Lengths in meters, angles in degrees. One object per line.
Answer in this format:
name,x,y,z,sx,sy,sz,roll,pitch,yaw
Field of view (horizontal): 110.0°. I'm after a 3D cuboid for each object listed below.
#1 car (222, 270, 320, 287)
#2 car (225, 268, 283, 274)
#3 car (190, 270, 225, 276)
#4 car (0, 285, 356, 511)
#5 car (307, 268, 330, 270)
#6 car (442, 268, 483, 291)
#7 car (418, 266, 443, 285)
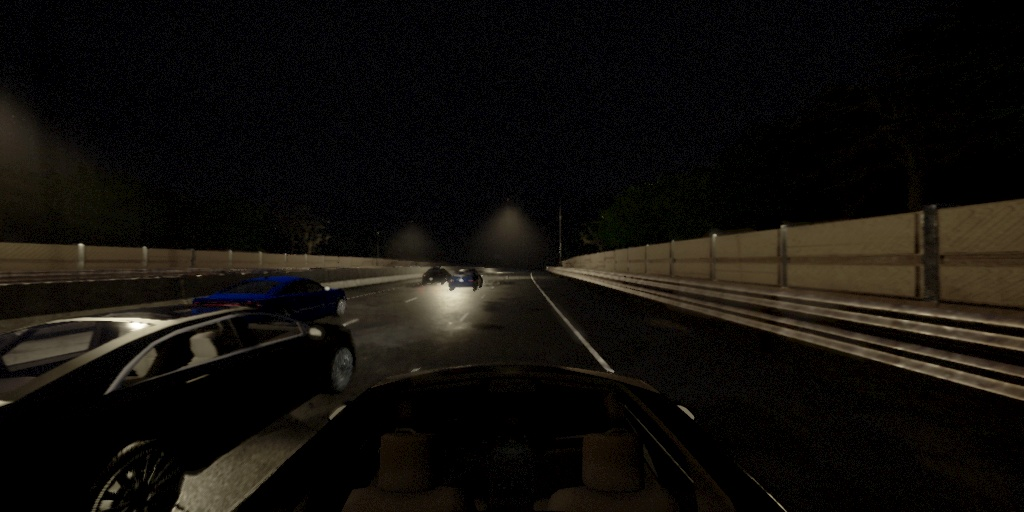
car,-6.862,1.360,10.845,1.882,1.535,5.008,0,-1,1
car,-20.738,1.739,30.195,2.033,1.411,5.357,0,-1,1
car,-24.245,1.784,29.864,1.895,1.301,4.718,0,-1,1
car,-3.416,1.272,3.848,2.128,1.511,4.902,0,-1,0
car,-17.199,1.772,31.670,2.033,1.411,5.357,0,-1,1
car,-3.153,1.648,25.164,2.033,1.411,5.357,0,-1,1
car,-6.505,1.747,31.353,1.812,1.442,4.674,0,-1,1
